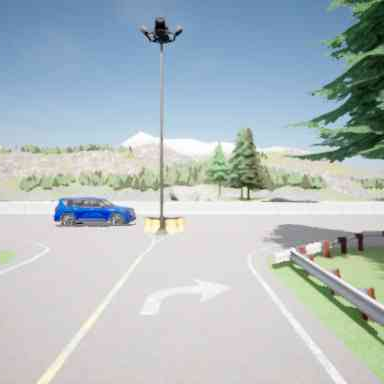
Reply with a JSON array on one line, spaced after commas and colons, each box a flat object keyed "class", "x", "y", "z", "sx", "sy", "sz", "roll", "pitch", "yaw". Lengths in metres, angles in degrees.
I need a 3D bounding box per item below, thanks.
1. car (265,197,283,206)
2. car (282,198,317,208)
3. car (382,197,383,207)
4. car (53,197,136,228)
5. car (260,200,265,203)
[{"class": "car", "x": 13.463, "y": 1.693, "z": 47.960, "sx": 4.718, "sy": 1.301, "sz": 1.895, "roll": 0, "pitch": 0, "yaw": 0}, {"class": "car", "x": 14.733, "y": 1.664, "z": 44.454, "sx": 4.181, "sy": 1.385, "sz": 1.994, "roll": 0, "pitch": 0, "yaw": 0}, {"class": "car", "x": 32.319, "y": 1.576, "z": 51.324, "sx": 4.902, "sy": 1.511, "sz": 2.128, "roll": 0, "pitch": 0, "yaw": 1}, {"class": "car", "x": -6.780, "y": 1.370, "z": 23.357, "sx": 5.566, "sy": 2.045, "sz": 2.150, "roll": 0, "pitch": 0, "yaw": 0}, {"class": "car", "x": 12.979, "y": 1.562, "z": 51.458, "sx": 5.008, "sy": 1.535, "sz": 1.882, "roll": 0, "pitch": 0, "yaw": 0}]
